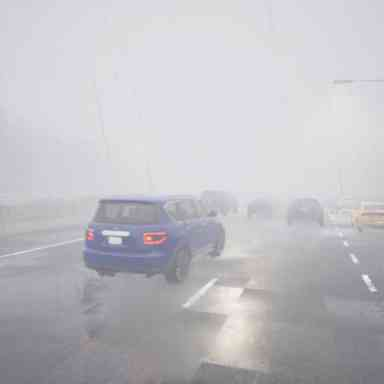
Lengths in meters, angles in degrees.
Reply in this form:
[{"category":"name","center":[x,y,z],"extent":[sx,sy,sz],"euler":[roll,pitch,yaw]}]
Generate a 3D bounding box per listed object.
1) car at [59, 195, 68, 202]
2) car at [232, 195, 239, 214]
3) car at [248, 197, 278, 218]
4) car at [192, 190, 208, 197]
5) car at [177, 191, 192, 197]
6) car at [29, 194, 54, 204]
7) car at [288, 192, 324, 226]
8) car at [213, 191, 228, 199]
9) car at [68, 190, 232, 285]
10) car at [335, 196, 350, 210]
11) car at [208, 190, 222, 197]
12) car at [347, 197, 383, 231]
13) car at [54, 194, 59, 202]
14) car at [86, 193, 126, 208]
[{"category":"car","center":[-8.694,1.022,28.718],"extent":[2.128,1.511,4.902],"euler":[1,1,20]},{"category":"car","center":[2.316,0.869,27.638],"extent":[2.150,2.045,5.566],"euler":[1,1,20]},{"category":"car","center":[5.723,1.196,26.768],"extent":[1.837,1.490,4.892],"euler":[1,1,20]},{"category":"car","center":[1.894,0.395,76.378],"extent":[2.128,1.511,4.902],"euler":[1,1,21]},{"category":"car","center":[-1.672,0.412,76.854],"extent":[1.812,1.442,4.674],"euler":[1,1,21]},{"category":"car","center":[-16.336,0.928,38.287],"extent":[1.895,1.301,4.718],"euler":[1,1,21]},{"category":"car","center":[7.474,1.128,21.719],"extent":[2.097,1.767,4.553],"euler":[1,1,20]},{"category":"car","center":[5.758,0.644,66.894],"extent":[1.837,1.490,4.892],"euler":[1,1,21]},{"category":"car","center":[-0.674,1.085,9.470],"extent":[2.150,2.045,5.566],"euler":[1,1,20]},{"category":"car","center":[16.560,1.192,35.776],"extent":[1.812,1.442,4.674],"euler":[1,1,21]},{"category":"car","center":[5.311,0.408,75.514],"extent":[1.812,1.442,4.674],"euler":[1,1,21]},{"category":"car","center":[10.267,1.318,18.900],"extent":[1.882,1.535,5.008],"euler":[1,1,20]},{"category":"car","center":[-12.729,0.913,37.945],"extent":[2.033,1.411,5.357],"euler":[1,1,20]},{"category":"car","center":[-9.383,0.918,36.886],"extent":[1.837,1.490,4.892],"euler":[1,0,21]}]
